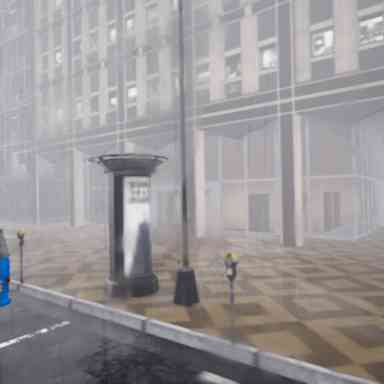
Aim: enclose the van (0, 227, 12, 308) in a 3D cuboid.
[{"bbox_3d":[-5.139,1.424,6.398,3.998,1.788,1.690,-1,-1,35],"label":"van"}]
